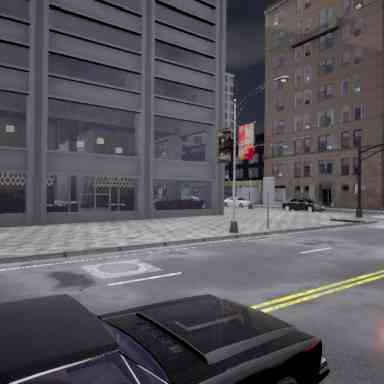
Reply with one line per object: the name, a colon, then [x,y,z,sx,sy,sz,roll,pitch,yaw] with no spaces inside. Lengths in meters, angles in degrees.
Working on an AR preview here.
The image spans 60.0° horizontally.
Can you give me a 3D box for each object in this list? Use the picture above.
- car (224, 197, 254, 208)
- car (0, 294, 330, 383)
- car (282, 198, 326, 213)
car: [6.037,1.382,43.907,1.812,1.442,4.674,1,0,-35]
car: [-0.987,1.601,2.679,4.718,1.301,1.895,0,0,-35]
car: [11.901,1.403,35.582,1.837,1.490,4.892,1,0,-35]
